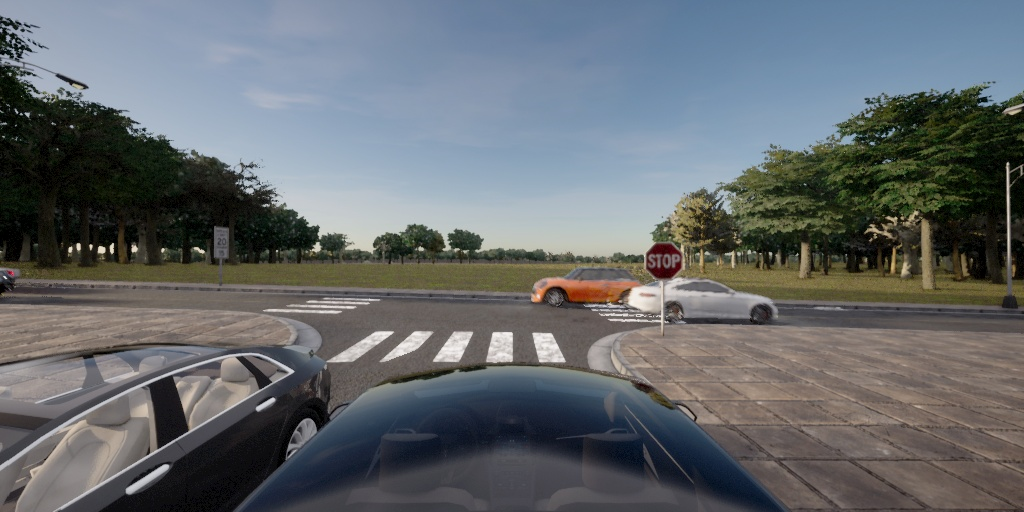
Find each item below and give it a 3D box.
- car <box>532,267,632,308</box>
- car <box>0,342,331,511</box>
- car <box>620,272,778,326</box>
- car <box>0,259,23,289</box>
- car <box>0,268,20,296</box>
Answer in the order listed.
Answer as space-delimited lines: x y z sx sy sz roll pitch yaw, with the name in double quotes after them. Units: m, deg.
3.152 1.243 15.271 4.553 1.767 2.097 2 -1 0 "car"
-2.637 1.300 1.866 2.007 1.370 4.403 0 0 0 "car"
6.428 1.479 12.317 4.674 1.442 1.812 2 -1 0 "car"
-24.538 0.730 15.306 4.718 1.301 1.895 2 -1 0 "car"
-20.429 0.702 12.353 4.902 1.511 2.128 2 -1 0 "car"
